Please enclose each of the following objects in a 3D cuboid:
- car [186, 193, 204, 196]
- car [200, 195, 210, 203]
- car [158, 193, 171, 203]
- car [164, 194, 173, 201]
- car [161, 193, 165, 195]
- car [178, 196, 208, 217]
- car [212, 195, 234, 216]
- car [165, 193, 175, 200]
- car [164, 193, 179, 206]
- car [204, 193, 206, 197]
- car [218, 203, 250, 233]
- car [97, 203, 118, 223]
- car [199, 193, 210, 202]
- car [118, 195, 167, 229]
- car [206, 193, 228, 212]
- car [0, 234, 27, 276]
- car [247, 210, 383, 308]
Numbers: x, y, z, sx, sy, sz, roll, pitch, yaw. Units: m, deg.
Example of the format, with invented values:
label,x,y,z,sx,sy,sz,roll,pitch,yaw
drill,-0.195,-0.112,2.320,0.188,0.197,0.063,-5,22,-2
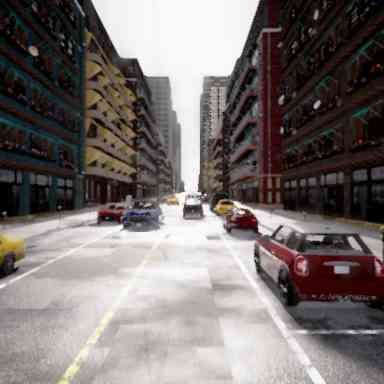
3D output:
label,x,y,z,sx,sy,sz,roll,pitch,yaw
car,0.101,1.125,45.782,2.150,2.045,5.566,0,0,0
car,2.716,1.390,68.896,1.887,1.381,4.507,1,0,0
car,-5.660,1.158,68.844,2.192,1.841,5.009,1,0,0
car,-5.663,1.339,79.755,1.752,1.417,4.829,1,0,0
car,-5.666,1.408,63.304,2.008,1.369,4.403,1,0,0
car,0.094,1.428,30.909,2.128,1.511,4.902,0,0,0
car,3.154,1.394,31.171,1.801,1.575,5.366,0,0,0
car,-5.657,1.113,85.465,2.192,1.841,5.009,1,0,0
car,-3.047,1.359,53.851,1.882,1.535,5.008,0,0,1
car,2.715,1.314,57.814,1.967,1.590,4.097,1,0,0
car,2.706,1.546,19.029,1.802,1.307,4.206,1,0,0
car,-5.673,1.494,24.519,1.887,1.381,4.507,1,0,0
car,2.721,1.146,74.435,2.192,1.841,5.009,1,0,0
car,-3.032,1.308,21.397,2.097,1.767,4.553,0,0,1
car,3.112,1.149,38.011,2.150,2.045,5.566,0,0,0
car,-5.676,1.509,7.728,1.752,1.417,4.829,1,0,0
car,2.706,1.427,7.948,1.967,1.590,4.097,1,0,0
